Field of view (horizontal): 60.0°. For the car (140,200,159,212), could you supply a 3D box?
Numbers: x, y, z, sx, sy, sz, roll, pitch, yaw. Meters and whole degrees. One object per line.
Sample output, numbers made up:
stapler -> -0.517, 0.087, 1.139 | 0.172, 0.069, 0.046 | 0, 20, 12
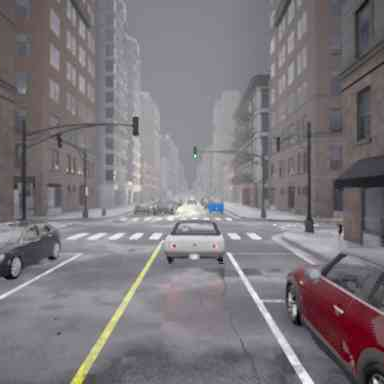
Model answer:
car -> -5.379, 1.731, 42.748 | 1.887, 1.381, 4.507 | 0, 0, 0

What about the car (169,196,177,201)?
car -> -5.369, 1.821, 93.885 | 1.967, 1.590, 4.097 | 0, 0, 0

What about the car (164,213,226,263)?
car -> 0.192, 1.655, 12.168 | 1.895, 1.301, 4.718 | 0, 0, 3

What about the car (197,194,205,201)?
car -> 2.651, 1.592, 65.481 | 2.192, 1.841, 5.009 | 0, 0, 0

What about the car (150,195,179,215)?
car -> -2.889, 1.507, 35.454 | 2.097, 1.767, 4.553 | 0, 0, 1

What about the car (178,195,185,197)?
car -> -2.774, 1.829, 62.918 | 1.994, 1.385, 4.181 | 0, 0, 0

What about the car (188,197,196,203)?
car -> 0.015, 1.858, 77.236 | 1.895, 1.301, 4.718 | 0, 0, 0

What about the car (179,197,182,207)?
car -> -2.797, 1.743, 44.935 | 2.033, 1.411, 5.357 | 0, 0, 0

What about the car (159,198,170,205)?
car -> -5.375, 1.843, 65.476 | 1.947, 1.339, 4.313 | 0, 0, 0

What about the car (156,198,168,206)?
car -> -5.376, 1.781, 59.624 | 1.752, 1.417, 4.829 | 0, 0, 0

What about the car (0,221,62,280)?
car -> -5.386, 1.595, 9.985 | 2.008, 1.369, 4.403 | 0, 0, 0

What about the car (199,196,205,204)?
car -> 2.649, 1.839, 59.799 | 1.802, 1.307, 4.206 | 0, 0, 0

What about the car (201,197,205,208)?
car -> 2.647, 1.793, 48.436 | 1.802, 1.307, 4.206 | 0, 0, 0

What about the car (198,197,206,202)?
car -> 2.655, 1.911, 88.205 | 2.008, 1.369, 4.403 | 0, 0, 0

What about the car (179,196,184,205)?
car -> -2.752, 1.763, 55.037 | 1.812, 1.442, 4.674 | 0, 0, 0

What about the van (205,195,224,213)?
van -> 2.644, 1.503, 37.075 | 1.690, 1.788, 3.998 | 0, 0, 0

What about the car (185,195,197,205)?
car -> 0.013, 1.830, 66.787 | 2.033, 1.411, 5.357 | 0, 0, 0

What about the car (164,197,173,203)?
car -> -5.372, 1.884, 76.839 | 1.947, 1.339, 4.313 | 0, 0, 0

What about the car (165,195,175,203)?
car -> -5.371, 1.654, 82.522 | 2.192, 1.841, 5.009 | 0, 0, 0

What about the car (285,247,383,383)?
car -> 2.638, 1.460, 4.475 | 1.967, 1.590, 4.097 | 0, 0, 0

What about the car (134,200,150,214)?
car -> -5.381, 1.712, 37.067 | 2.008, 1.369, 4.403 | 0, 0, 0
